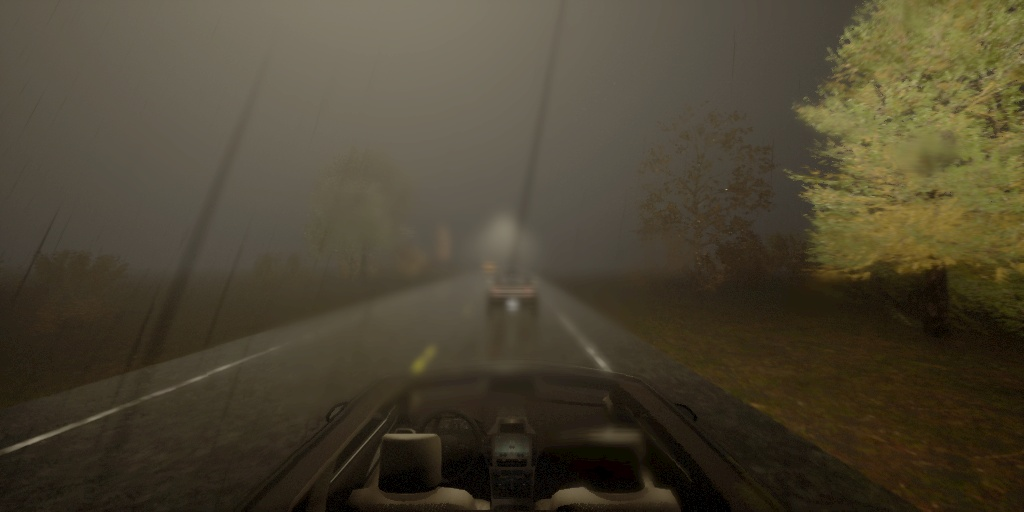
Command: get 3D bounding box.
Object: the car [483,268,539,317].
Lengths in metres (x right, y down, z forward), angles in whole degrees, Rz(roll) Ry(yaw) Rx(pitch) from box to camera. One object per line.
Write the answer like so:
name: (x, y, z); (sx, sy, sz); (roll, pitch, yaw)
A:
car: (0.043, 1.409, 14.126); (2.128, 1.511, 4.902); (0, -1, 1)

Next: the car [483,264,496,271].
car: (-3.569, 2.008, 58.507); (1.882, 1.535, 5.008); (0, -1, 0)
